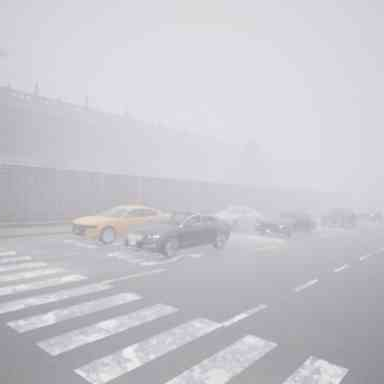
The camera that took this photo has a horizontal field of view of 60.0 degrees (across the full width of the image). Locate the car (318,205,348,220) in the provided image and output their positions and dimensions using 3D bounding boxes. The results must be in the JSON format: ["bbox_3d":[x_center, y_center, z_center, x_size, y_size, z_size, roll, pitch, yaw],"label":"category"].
[{"bbox_3d":[16.001,2.269,37.579,1.812,1.442,4.674,2,0,40],"label":"car"}]

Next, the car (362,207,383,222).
[{"bbox_3d":[19.103,2.403,35.822,1.812,1.442,4.674,2,0,40],"label":"car"}]

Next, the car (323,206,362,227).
[{"bbox_3d":[12.448,2.080,27.997,1.837,1.490,4.892,2,0,40],"label":"car"}]

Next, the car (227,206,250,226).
[{"bbox_3d":[2.991,1.678,22.221,1.812,1.442,4.674,2,0,40],"label":"car"}]

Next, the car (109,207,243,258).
[{"bbox_3d":[-0.384,1.483,12.842,2.128,1.511,4.902,2,0,40],"label":"car"}]

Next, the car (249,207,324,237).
[{"bbox_3d":[5.908,1.825,20.277,2.033,1.411,5.357,2,0,40],"label":"car"}]

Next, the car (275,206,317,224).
[{"bbox_3d":[9.361,2.006,29.744,1.994,1.385,4.181,2,0,42],"label":"car"}]

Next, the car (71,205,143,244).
[{"bbox_3d":[-2.986,1.358,15.175,1.882,1.535,5.008,2,0,40],"label":"car"}]
